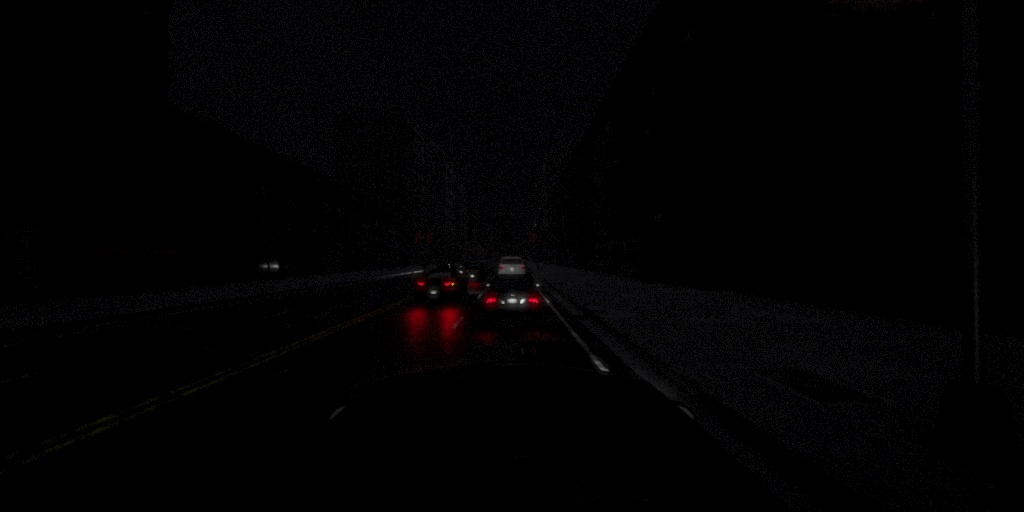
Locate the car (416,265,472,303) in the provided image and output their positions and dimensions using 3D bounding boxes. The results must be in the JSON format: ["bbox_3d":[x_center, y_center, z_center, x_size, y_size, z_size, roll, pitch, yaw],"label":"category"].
[{"bbox_3d":[-3.198,1.325,17.033,1.812,1.442,4.674,0,0,1],"label":"car"}]

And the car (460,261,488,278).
[{"bbox_3d":[-3.224,1.357,31.640,1.837,1.490,4.892,0,0,0],"label":"car"}]

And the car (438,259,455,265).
[{"bbox_3d":[-9.903,1.291,54.207,2.097,1.767,4.553,0,0,0],"label":"car"}]

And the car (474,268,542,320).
[{"bbox_3d":[0.027,1.332,12.729,2.033,1.411,5.357,0,0,0],"label":"car"}]

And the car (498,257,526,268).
[{"bbox_3d":[0.021,1.069,30.395,2.150,2.045,5.566,0,0,0],"label":"car"}]
